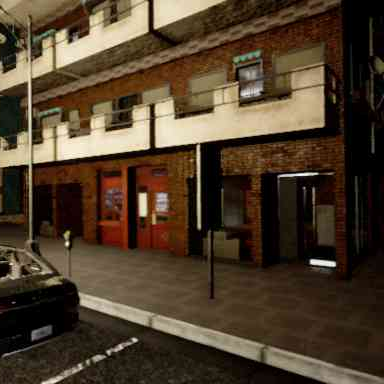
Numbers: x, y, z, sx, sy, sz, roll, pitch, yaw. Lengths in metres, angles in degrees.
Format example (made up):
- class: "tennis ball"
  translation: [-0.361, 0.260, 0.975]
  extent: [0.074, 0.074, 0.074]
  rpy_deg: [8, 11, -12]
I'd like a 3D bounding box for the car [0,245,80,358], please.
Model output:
- class: "car"
  translation: [-3.684, 1.562, 5.519]
  extent: [4.403, 1.369, 2.008]
  rpy_deg: [0, -1, 36]
